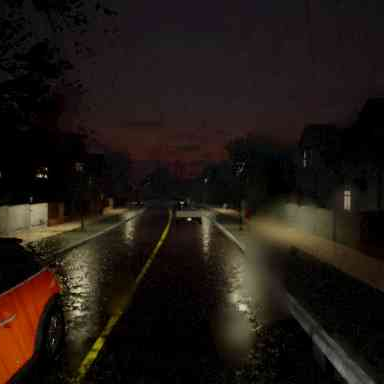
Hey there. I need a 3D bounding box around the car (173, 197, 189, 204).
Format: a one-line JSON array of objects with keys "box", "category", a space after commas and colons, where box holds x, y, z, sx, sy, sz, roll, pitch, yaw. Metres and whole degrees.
[{"box": [-1.416, 1.469, 43.024, 2.097, 1.767, 4.553, 0, 0, -5], "category": "car"}]

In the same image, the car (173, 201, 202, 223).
[{"box": [-0.284, 1.636, 25.619, 1.895, 1.301, 4.718, 0, 0, -2], "category": "car"}]

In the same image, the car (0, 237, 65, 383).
[{"box": [-2.852, 1.353, 2.818, 2.097, 1.767, 4.553, 0, 0, 0], "category": "car"}]
